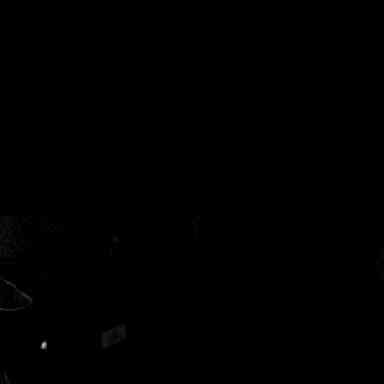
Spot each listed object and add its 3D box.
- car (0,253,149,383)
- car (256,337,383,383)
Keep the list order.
[{"bbox_3d":[-2.525,1.573,4.761,4.313,1.339,1.947,0,0,35],"label":"car"},{"bbox_3d":[2.064,1.439,1.488,4.097,1.590,1.967,0,0,35],"label":"car"}]
